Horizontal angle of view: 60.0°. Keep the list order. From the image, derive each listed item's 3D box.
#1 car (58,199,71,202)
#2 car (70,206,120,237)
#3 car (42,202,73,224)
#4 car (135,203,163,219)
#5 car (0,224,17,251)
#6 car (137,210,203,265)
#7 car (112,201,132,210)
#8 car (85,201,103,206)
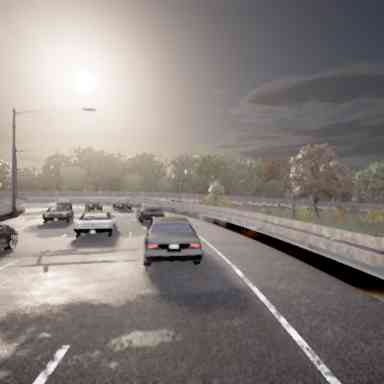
[{"bbox_3d":[-17.288,1.715,44.882,1.882,1.535,5.008,0,0,-25],"label":"car"},{"bbox_3d":[-5.254,1.691,18.613,1.895,1.301,4.718,0,0,-9],"label":"car"},{"bbox_3d":[-10.552,1.743,26.562,1.895,1.301,4.718,0,0,-15],"label":"car"},{"bbox_3d":[-3.433,1.616,26.867,1.837,1.490,4.892,0,0,-14],"label":"car"},{"bbox_3d":[-7.855,1.583,11.662,1.837,1.490,4.892,0,0,-6],"label":"car"},{"bbox_3d":[-0.782,1.593,11.856,2.033,1.411,5.357,0,0,-6],"label":"car"},{"bbox_3d":[-9.557,1.803,44.991,1.895,1.301,4.718,0,0,-24],"label":"car"},{"bbox_3d":[-13.312,1.820,44.827,1.895,1.301,4.718,0,0,-24],"label":"car"}]
